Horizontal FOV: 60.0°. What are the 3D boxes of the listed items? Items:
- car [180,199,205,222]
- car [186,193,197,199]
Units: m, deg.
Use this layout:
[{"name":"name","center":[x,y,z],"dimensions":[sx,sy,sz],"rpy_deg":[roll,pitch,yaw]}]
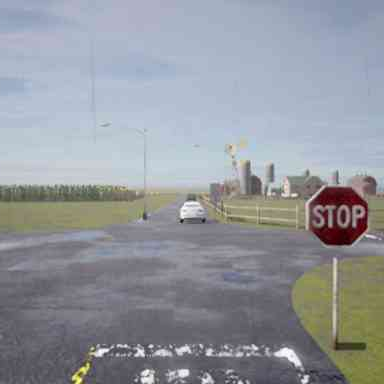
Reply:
[{"name":"car","center":[0.049,1.538,26.496],"dimensions":[1.812,1.442,4.674],"rpy_deg":[0,0,0]},{"name":"car","center":[-0.136,1.267,71.323],"dimensions":[2.150,2.045,5.566],"rpy_deg":[0,0,0]}]
